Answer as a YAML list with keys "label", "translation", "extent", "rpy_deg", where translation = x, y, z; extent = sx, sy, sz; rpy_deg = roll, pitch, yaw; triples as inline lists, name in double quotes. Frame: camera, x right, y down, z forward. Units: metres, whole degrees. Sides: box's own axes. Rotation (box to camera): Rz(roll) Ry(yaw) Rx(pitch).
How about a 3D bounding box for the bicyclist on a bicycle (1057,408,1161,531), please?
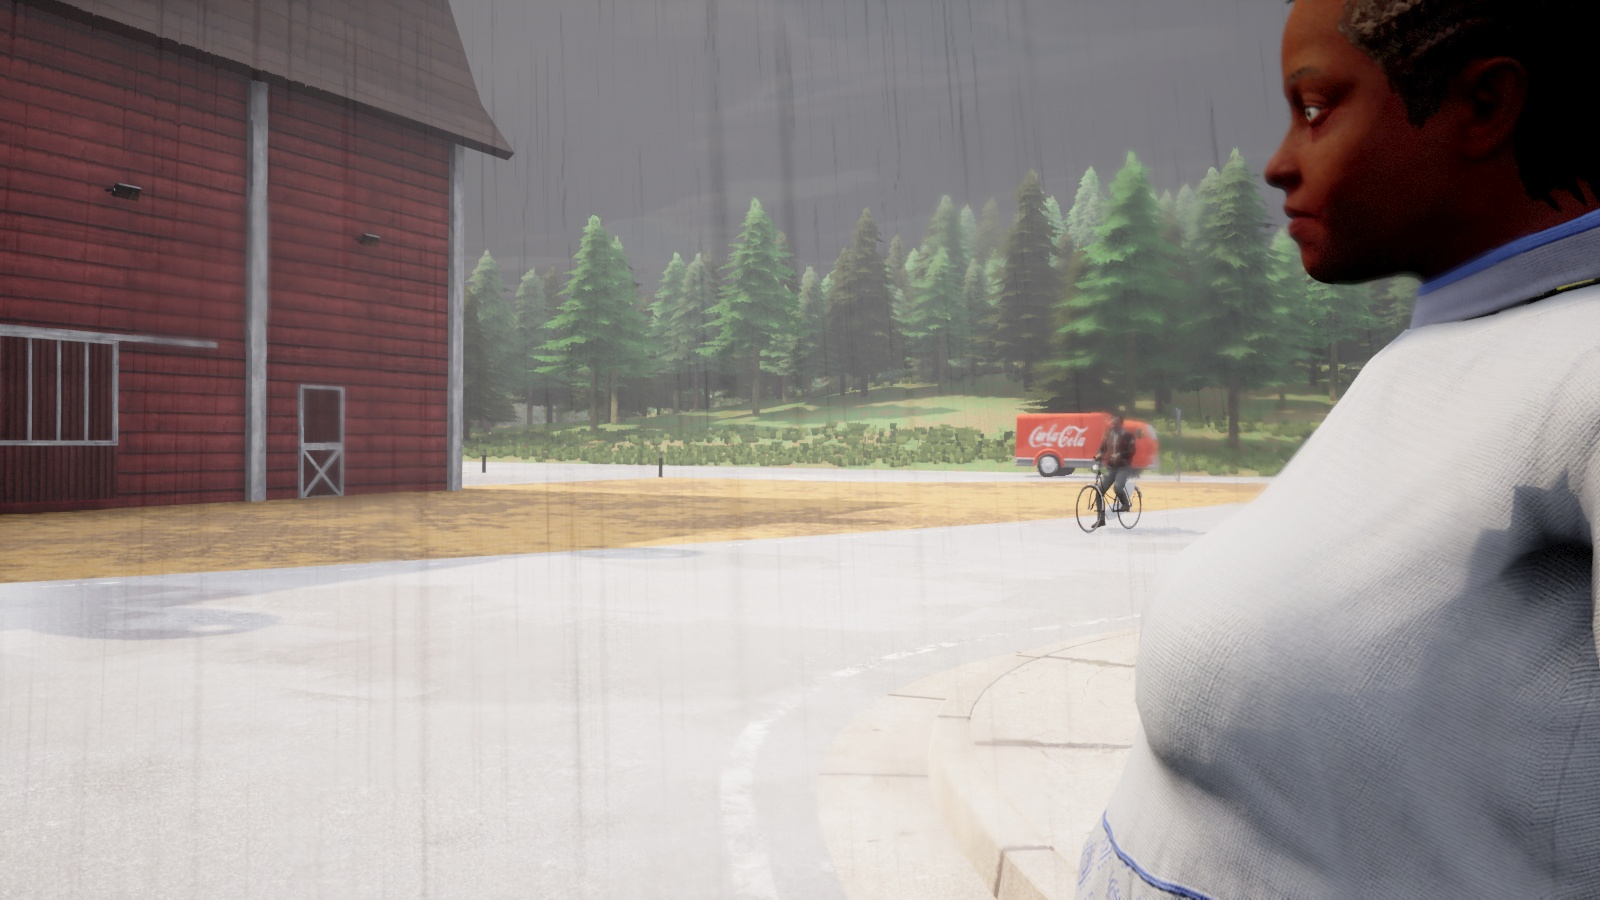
- label: "bicyclist on a bicycle"
  translation: [4.673, 0.268, 18.923]
  extent: [1.843, 1.776, 0.659]
  rpy_deg: [-1, 1, -45]

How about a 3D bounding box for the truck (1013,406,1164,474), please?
- label: "truck"
  translation: [11.119, -0.369, 48.375]
  extent: [5.204, 2.467, 2.627]
  rpy_deg: [0, 0, 26]

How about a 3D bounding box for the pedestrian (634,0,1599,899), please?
- label: "pedestrian"
  translation: [0.492, 0.512, 0.896]
  extent: [0.900, 1.855, 0.874]
  rpy_deg: [0, 0, 19]
